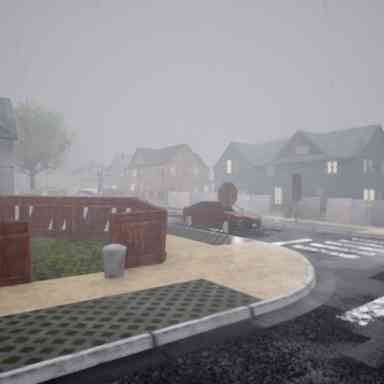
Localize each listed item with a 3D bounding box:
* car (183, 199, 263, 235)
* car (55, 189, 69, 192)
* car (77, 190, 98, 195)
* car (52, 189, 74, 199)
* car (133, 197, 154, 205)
[{"bbox_3d":[1.432,1.181,17.167,1.882,1.535,5.008,1,1,-34],"label":"car"},{"bbox_3d":[-17.447,0.551,43.743,1.994,1.385,4.181,1,1,-35],"label":"car"},{"bbox_3d":[-10.322,0.802,33.664,2.033,1.411,5.357,1,1,-36],"label":"car"},{"bbox_3d":[-20.460,0.324,52.738,2.128,1.511,4.902,1,1,-36],"label":"car"},{"bbox_3d":[-4.301,1.047,25.243,1.994,1.385,4.181,1,1,-35],"label":"car"}]
